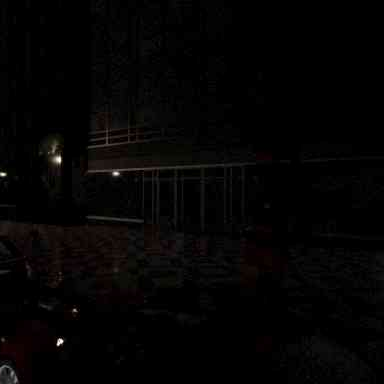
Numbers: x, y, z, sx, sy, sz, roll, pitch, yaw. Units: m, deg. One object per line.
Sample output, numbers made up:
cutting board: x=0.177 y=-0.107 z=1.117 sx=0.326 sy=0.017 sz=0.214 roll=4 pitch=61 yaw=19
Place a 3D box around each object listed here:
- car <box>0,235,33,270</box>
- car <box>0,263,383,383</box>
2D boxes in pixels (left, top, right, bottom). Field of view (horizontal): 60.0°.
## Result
car: x=-4.770 y=1.440 z=6.346 sx=4.097 sy=1.590 sz=1.967 roll=0 pitch=0 yaw=35
car: x=-0.176 y=1.582 z=3.081 sx=4.206 sy=1.307 sz=1.802 roll=0 pitch=0 yaw=35
